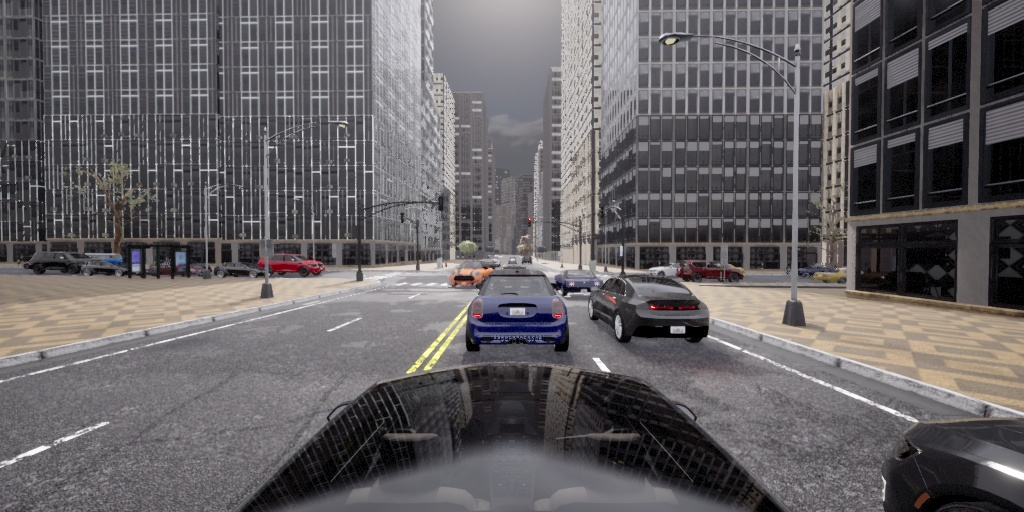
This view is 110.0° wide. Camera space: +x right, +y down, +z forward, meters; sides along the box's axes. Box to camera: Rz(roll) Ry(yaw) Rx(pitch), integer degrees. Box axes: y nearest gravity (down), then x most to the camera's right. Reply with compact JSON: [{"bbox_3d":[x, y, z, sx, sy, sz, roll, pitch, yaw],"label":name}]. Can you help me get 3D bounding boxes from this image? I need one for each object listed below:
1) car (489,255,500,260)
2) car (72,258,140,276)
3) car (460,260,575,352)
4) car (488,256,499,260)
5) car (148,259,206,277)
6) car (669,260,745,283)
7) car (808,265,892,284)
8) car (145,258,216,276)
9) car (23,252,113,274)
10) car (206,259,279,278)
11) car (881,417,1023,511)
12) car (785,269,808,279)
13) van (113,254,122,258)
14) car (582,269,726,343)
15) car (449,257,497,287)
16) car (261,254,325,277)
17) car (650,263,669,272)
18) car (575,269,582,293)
[{"bbox_3d":[-3.234,0.925,60.573,2.150,2.045,5.566,0,0,0],"label":"car"},{"bbox_3d":[-34.050,1.070,30.605,4.313,1.339,1.948,0,0,1],"label":"car"},{"bbox_3d":[0.111,1.099,9.091,2.097,1.767,4.553,0,0,0],"label":"car"},{"bbox_3d":[-3.264,1.193,50.625,1.882,1.535,5.008,0,0,0],"label":"car"},{"bbox_3d":[-28.370,1.138,30.422,4.207,1.307,1.802,0,0,1],"label":"car"},{"bbox_3d":[16.238,1.269,29.689,5.009,1.841,2.192,0,0,1],"label":"car"},{"bbox_3d":[27.686,1.579,29.473,4.829,1.417,1.751,0,0,1],"label":"car"},{"bbox_3d":[-30.590,0.997,33.159,4.892,1.490,1.837,1,1,1],"label":"car"},{"bbox_3d":[-41.327,0.616,33.402,5.566,2.045,2.150,1,1,2],"label":"car"},{"bbox_3d":[-22.686,1.174,30.280,4.313,1.339,1.948,0,0,1],"label":"car"},{"bbox_3d":[3.344,1.255,0.298,1.837,1.490,4.892,0,0,0],"label":"car"},{"bbox_3d":[29.724,1.580,35.213,4.718,1.301,1.895,1,1,1],"label":"car"},{"bbox_3d":[-45.227,0.605,39.283,3.998,1.789,1.690,0,0,1],"label":"van"},{"bbox_3d":[3.362,1.251,9.697,1.837,1.490,4.892,0,0,0],"label":"car"},{"bbox_3d":[-2.627,1.097,23.888,2.097,1.767,4.553,0,0,8],"label":"car"},{"bbox_3d":[-20.231,0.808,32.928,5.566,2.045,2.150,0,1,1],"label":"car"},{"bbox_3d":[15.947,1.384,35.469,4.674,1.442,1.812,0,1,-1],"label":"car"},{"bbox_3d":[3.378,1.341,19.007,1.895,1.301,4.718,0,0,0],"label":"car"}]
